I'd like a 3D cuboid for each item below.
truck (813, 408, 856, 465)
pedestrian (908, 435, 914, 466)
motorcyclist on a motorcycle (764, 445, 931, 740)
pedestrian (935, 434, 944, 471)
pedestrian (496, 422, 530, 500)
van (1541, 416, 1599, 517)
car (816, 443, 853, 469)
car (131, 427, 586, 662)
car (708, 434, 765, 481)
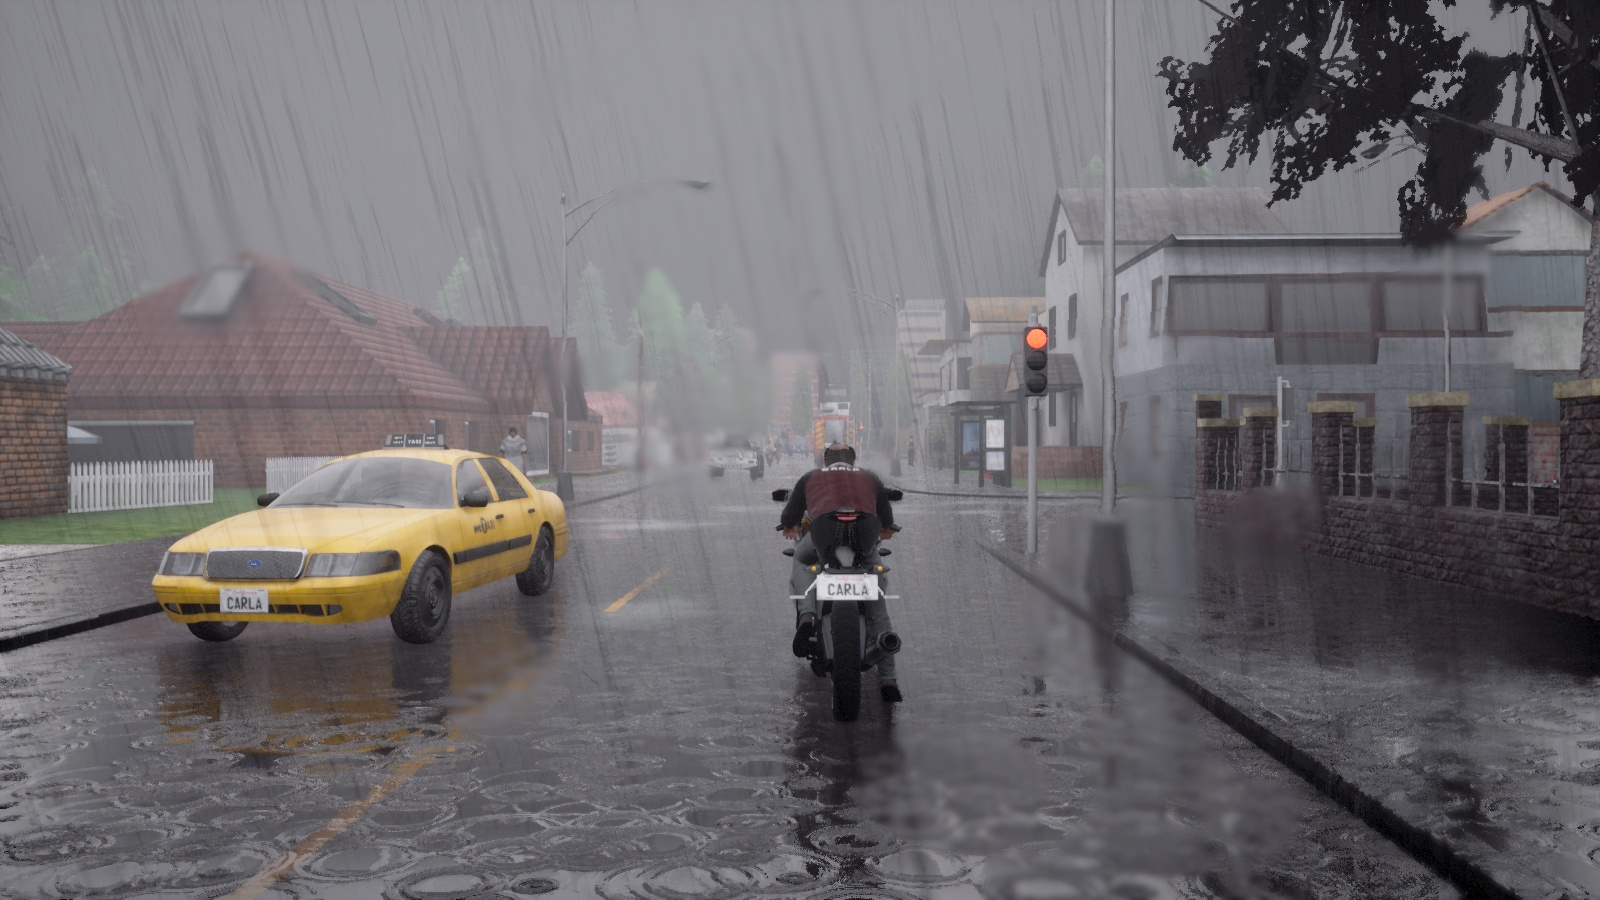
[{"bbox_3d":[2.434,-0.920,88.508,2.891,3.827,8.468,0,0,1],"label":"truck"},{"bbox_3d":[6.612,0.037,74.658,0.345,1.836,0.594,0,0,4],"label":"pedestrian"},{"bbox_3d":[0.244,0.738,7.623,0.866,1.530,2.191,0,0,0],"label":"motorcyclist on a motorcycle"},{"bbox_3d":[6.914,0.108,62.172,0.402,1.842,0.726,0,0,1],"label":"pedestrian"},{"bbox_3d":[-7.261,0.264,31.805,0.659,1.952,0.873,0,0,1],"label":"pedestrian"},{"bbox_3d":[18.371,0.335,26.301,4.480,2.038,2.069,0,0,-1],"label":"van"},{"bbox_3d":[2.051,0.323,74.700,2.163,1.488,4.792,0,0,2],"label":"car"},{"bbox_3d":[-3.456,0.619,11.169,1.801,1.575,5.366,0,0,5],"label":"car"},{"bbox_3d":[-2.569,0.265,52.005,1.932,1.855,4.605,0,0,2],"label":"car"}]
